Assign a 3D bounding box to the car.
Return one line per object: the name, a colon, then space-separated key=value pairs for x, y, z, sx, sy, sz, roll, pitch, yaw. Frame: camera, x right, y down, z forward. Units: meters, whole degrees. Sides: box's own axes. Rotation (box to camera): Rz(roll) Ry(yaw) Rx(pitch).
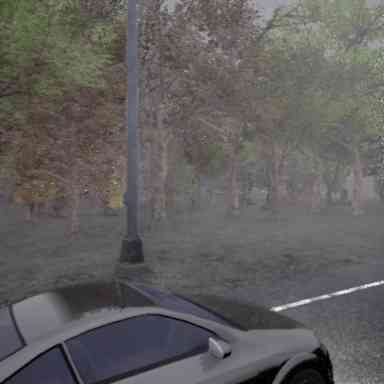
car: x=-0.600 y=1.564 z=3.026 sx=4.181 sy=1.385 sz=1.994 roll=0 pitch=0 yaw=-34
